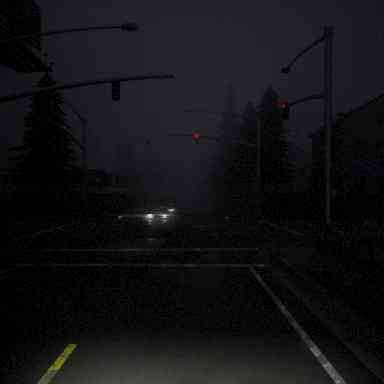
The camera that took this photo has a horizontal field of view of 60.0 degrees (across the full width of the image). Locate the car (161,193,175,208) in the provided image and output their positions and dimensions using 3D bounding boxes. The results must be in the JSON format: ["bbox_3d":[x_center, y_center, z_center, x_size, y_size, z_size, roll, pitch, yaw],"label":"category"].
[{"bbox_3d":[-3.589,1.222,47.895,2.150,2.045,5.566,0,0,1],"label":"car"}]

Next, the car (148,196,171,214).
[{"bbox_3d":[-3.601,1.507,36.039,1.837,1.490,4.892,0,-1,0],"label":"car"}]
